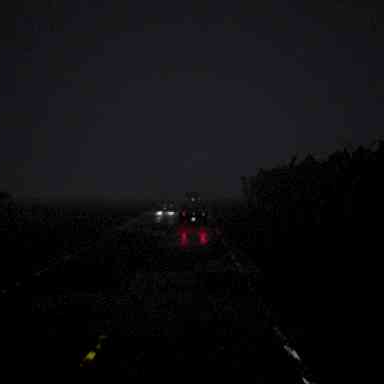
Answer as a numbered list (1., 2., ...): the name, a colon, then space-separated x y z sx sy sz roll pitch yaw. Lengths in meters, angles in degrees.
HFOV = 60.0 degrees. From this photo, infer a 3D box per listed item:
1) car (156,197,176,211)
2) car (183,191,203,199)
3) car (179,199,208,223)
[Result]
1. car: -2.756 1.277 36.446 2.033 1.411 5.357 0 0 0
2. car: 0.096 0.924 40.019 2.150 2.045 5.566 0 1 0
3. car: 0.095 1.431 23.473 1.895 1.301 4.718 0 0 0
